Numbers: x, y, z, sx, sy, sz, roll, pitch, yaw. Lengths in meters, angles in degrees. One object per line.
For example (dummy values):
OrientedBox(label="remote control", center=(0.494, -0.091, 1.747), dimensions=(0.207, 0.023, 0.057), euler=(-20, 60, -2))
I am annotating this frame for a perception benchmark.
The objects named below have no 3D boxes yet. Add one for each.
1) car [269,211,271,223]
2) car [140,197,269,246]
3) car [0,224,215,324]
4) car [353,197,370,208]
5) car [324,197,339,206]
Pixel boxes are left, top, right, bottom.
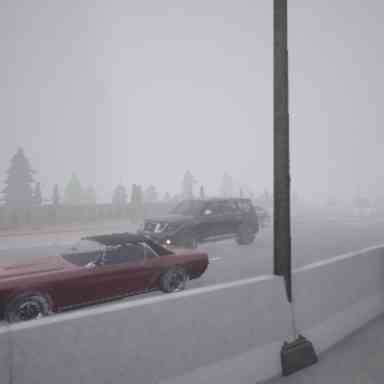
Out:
OrientedBox(label="car", center=(3.170, 1.526, 21.047), dimensions=(1.837, 1.490, 4.892), euler=(0, 0, 44))
OrientedBox(label="car", center=(0.469, 1.238, 13.581), dimensions=(5.566, 2.045, 2.150), euler=(0, 0, -42))
OrientedBox(label="car", center=(-1.978, 1.620, 7.052), dimensions=(4.718, 1.301, 1.895), euler=(0, 0, -38))
OrientedBox(label="car", center=(24.979, 1.569, 49.196), dimensions=(1.837, 1.490, 4.892), euler=(0, 0, 21))
OrientedBox(label="car", center=(24.035, 1.614, 57.386), dimensions=(1.882, 1.535, 5.008), euler=(0, 0, 16))
